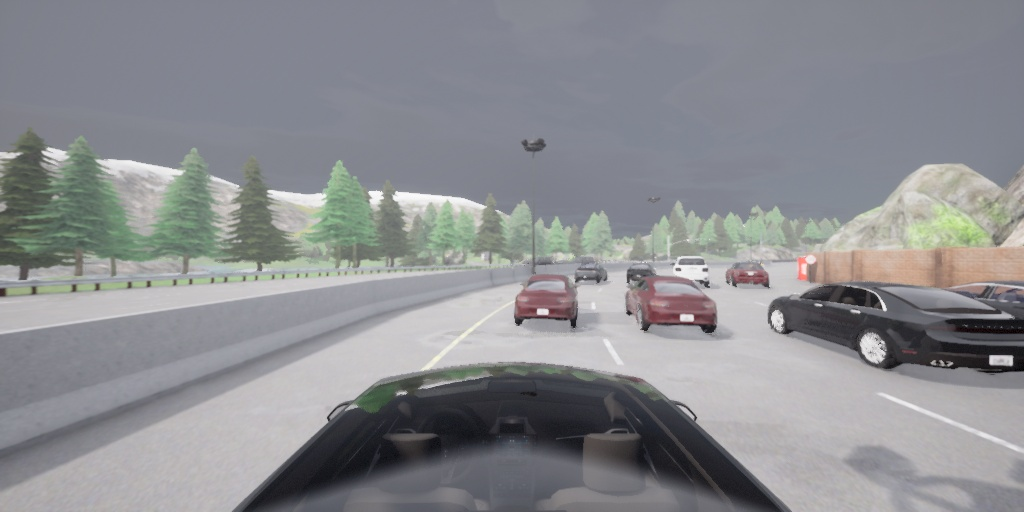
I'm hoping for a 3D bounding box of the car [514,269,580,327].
[{"bbox_3d":[1.219,1.306,11.715,1.812,1.442,4.674,0,0,10],"label":"car"}]

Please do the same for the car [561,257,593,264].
[{"bbox_3d":[10.180,1.142,53.309,2.150,2.045,5.566,0,-1,43],"label":"car"}]

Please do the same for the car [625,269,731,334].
[{"bbox_3d":[4.583,1.313,10.831,1.812,1.442,4.674,0,0,10],"label":"car"}]

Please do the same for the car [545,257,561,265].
[{"bbox_3d":[7.764,1.395,55.833,1.882,1.535,5.008,0,-1,43],"label":"car"}]

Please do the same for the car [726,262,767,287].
[{"bbox_3d":[16.545,1.213,25.387,2.097,1.767,4.553,0,0,25],"label":"car"}]

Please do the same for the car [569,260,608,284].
[{"bbox_3d":[6.305,1.331,28.232,2.128,1.511,4.902,0,0,24],"label":"car"}]

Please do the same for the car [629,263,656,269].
[{"bbox_3d":[10.432,1.330,28.786,1.882,1.535,5.008,0,0,26],"label":"car"}]

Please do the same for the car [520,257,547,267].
[{"bbox_3d":[4.211,1.132,57.183,2.150,2.045,5.566,0,0,42],"label":"car"}]

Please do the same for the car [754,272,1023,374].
[{"bbox_3d":[7.614,1.295,7.745,1.837,1.490,4.892,0,0,8],"label":"car"}]

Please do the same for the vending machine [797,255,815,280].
[{"bbox_3d":[26.331,1.104,32.300,1.100,2.100,0.880,0,0,37],"label":"vending machine"}]

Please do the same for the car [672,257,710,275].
[{"bbox_3d":[12.732,1.071,25.623,2.150,2.045,5.566,0,0,24],"label":"car"}]

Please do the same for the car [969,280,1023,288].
[{"bbox_3d":[11.183,1.292,8.001,2.128,1.511,4.902,0,0,8],"label":"car"}]
